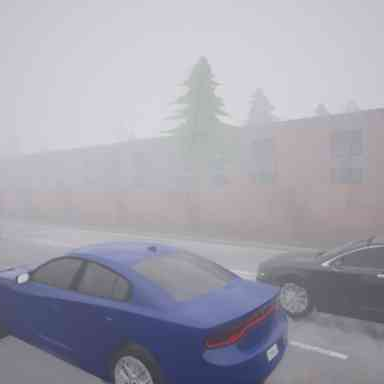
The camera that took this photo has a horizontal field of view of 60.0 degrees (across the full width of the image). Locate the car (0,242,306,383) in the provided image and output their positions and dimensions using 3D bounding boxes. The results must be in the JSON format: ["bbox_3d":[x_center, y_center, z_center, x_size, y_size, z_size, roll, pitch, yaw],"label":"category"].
[{"bbox_3d":[-1.192,1.479,4.847,5.008,1.535,1.882,0,0,35],"label":"car"}]

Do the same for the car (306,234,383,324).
[{"bbox_3d":[3.520,1.506,5.790,4.892,1.490,1.837,0,0,35],"label":"car"}]
